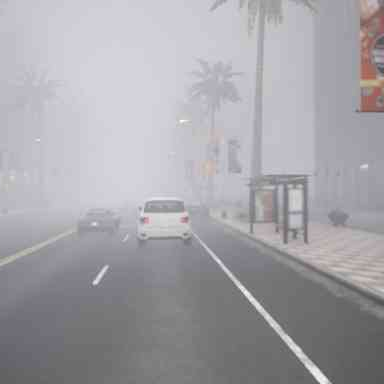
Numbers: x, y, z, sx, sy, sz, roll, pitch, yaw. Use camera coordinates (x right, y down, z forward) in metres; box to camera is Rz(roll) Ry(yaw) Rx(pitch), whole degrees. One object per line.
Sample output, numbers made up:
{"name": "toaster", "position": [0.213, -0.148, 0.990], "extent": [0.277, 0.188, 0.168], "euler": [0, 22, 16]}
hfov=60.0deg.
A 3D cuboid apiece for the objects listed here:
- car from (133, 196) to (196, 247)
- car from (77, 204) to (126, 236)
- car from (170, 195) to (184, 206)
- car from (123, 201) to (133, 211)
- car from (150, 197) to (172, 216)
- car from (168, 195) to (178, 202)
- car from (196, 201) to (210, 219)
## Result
{"name": "car", "position": [-1.273, 1.239, 15.278], "extent": [2.150, 2.045, 5.566], "euler": [0, 0, -5]}
{"name": "car", "position": [-5.185, 1.615, 19.017], "extent": [1.994, 1.385, 4.181], "euler": [0, 0, -6]}
{"name": "car", "position": [-2.616, 1.401, 57.889], "extent": [2.185, 1.767, 4.553], "euler": [0, 0, -6]}
{"name": "car", "position": [-7.291, 1.679, 39.761], "extent": [1.895, 1.301, 4.718], "euler": [0, 0, -6]}
{"name": "car", "position": [-3.158, 1.393, 33.728], "extent": [2.097, 1.767, 4.553], "euler": [0, 0, -6]}
{"name": "car", "position": [-4.541, 1.585, 79.736], "extent": [2.161, 1.482, 4.786], "euler": [0, 0, -6]}
{"name": "car", "position": [0.364, 1.490, 28.666], "extent": [2.231, 1.521, 4.892], "euler": [0, 0, -6]}
